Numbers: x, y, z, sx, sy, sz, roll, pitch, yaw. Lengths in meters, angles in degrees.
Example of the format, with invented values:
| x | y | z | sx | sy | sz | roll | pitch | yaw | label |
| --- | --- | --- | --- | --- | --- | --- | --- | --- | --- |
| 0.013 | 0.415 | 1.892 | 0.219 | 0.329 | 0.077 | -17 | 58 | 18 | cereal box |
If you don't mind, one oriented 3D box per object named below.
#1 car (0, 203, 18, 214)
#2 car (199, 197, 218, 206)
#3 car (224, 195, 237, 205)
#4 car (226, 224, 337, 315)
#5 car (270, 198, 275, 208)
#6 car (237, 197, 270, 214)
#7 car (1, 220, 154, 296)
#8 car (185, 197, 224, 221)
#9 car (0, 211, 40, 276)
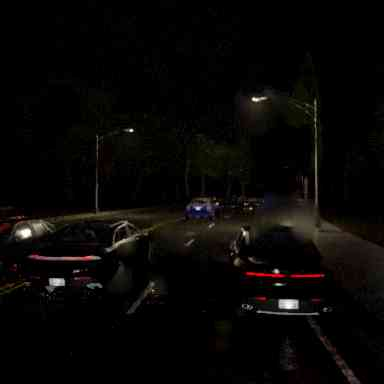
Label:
| x | y | z | sx | sy | sz | roll | pitch | yaw | label |
| --- | --- | --- | --- | --- | --- | --- | --- | --- | --- |
| -8.494 | 1.349 | 12.988 | 2.097 | 1.767 | 4.553 | 0 | 0 | 9 | car |
| 2.737 | 1.457 | 53.746 | 1.895 | 1.301 | 4.718 | -1 | 0 | 19 | car |
| 6.183 | 1.330 | 53.766 | 1.837 | 1.490 | 4.892 | -1 | 0 | 19 | car |
| 1.764 | 1.491 | 7.591 | 1.837 | 1.490 | 4.892 | 0 | 0 | 6 | car |
| 9.644 | 1.367 | 43.550 | 1.994 | 1.385 | 4.181 | -1 | 0 | 19 | car |
| 6.237 | 1.344 | 33.258 | 2.128 | 1.511 | 4.902 | 0 | 0 | 19 | car |
| -2.302 | 1.481 | 8.698 | 2.128 | 1.511 | 4.902 | 0 | 0 | 6 | car |
| 0.978 | 1.270 | 26.429 | 2.097 | 1.767 | 4.553 | 0 | 0 | 14 | car |
| -5.654 | 1.541 | 10.159 | 2.033 | 1.411 | 5.357 | 0 | 0 | 7 | car |
